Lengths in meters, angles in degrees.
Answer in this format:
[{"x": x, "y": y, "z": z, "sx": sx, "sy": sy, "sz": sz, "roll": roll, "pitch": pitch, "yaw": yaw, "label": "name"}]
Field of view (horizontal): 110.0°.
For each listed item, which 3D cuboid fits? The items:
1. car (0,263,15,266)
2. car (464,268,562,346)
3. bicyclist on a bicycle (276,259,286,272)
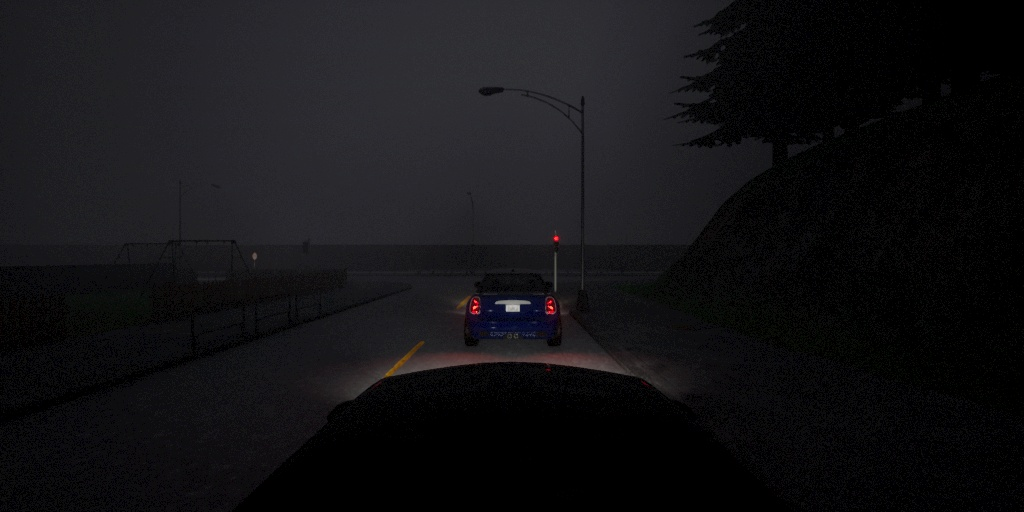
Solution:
[{"x": -48.578, "y": 1.345, "z": 33.476, "sx": 4.718, "sy": 1.301, "sz": 1.895, "roll": 0, "pitch": 0, "yaw": 1, "label": "car"}, {"x": 0.036, "y": 1.101, "z": 9.537, "sx": 2.097, "sy": 1.767, "sz": 4.553, "roll": 0, "pitch": 0, "yaw": 0, "label": "car"}, {"x": -24.264, "y": 1.092, "z": 37.725, "sx": 0.582, "sy": 1.620, "sz": 1.656, "roll": 0, "pitch": 0, "yaw": 0, "label": "bicyclist on a bicycle"}]
